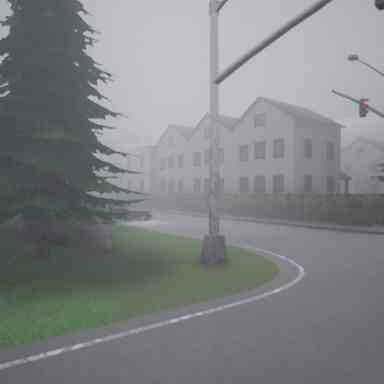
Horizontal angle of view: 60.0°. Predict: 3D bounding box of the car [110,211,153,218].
[{"bbox_3d":[-5.156,1.523,27.041,2.033,1.411,5.357,0,0,-35],"label":"car"}]
